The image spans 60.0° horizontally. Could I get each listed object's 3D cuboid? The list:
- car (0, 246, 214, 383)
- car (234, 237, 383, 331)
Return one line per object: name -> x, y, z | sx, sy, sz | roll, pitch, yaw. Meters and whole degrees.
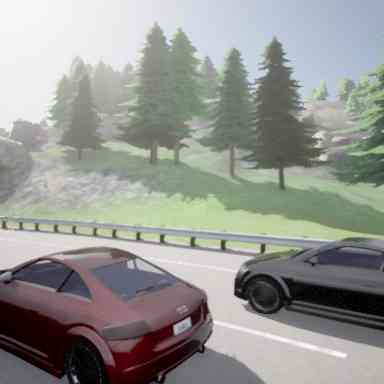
car -> -1.767, 1.557, 5.074 | 4.181, 1.385, 1.994 | 0, 0, 34
car -> 2.886, 1.550, 6.116 | 4.181, 1.385, 1.994 | 0, 0, 35
